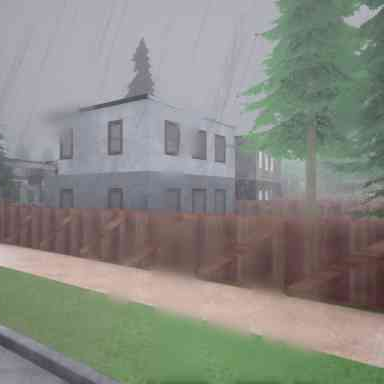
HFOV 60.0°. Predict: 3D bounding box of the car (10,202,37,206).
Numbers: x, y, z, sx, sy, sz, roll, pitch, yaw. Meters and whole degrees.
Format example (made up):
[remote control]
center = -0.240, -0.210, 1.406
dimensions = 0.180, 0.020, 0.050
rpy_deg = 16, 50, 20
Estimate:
[car]
center = -15.332, 1.582, 29.320
dimensions = 1.895, 1.301, 4.718
rpy_deg = 0, 0, 28
